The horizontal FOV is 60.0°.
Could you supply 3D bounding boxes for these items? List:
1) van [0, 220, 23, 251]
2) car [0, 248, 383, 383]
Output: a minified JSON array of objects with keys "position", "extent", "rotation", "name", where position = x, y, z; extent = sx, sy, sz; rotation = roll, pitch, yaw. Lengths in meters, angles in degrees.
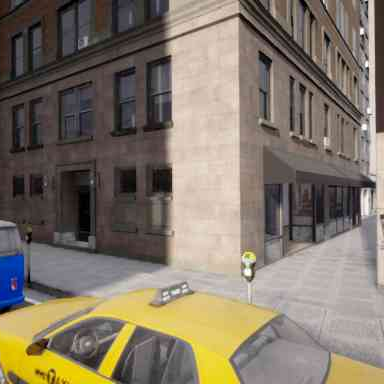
[{"position":[-4.865,1.341,6.344],"extent":[3.998,1.788,1.690],"rotation":[0,-1,36],"name":"van"},{"position":[-0.391,1.525,3.139],"extent":[4.829,1.417,1.752],"rotation":[0,-1,36],"name":"car"}]
